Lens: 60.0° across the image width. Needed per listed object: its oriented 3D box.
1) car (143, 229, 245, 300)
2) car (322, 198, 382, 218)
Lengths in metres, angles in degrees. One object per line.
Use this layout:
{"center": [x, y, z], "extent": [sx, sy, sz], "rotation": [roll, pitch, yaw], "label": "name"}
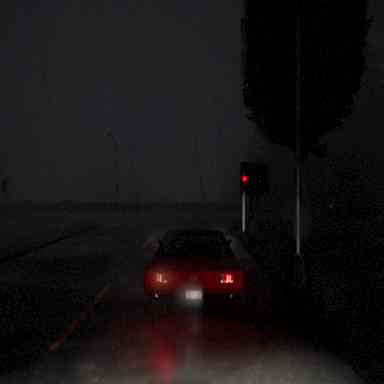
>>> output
{"center": [0.064, 1.583, 8.275], "extent": [1.895, 1.301, 4.718], "rotation": [0, 0, 1], "label": "car"}
{"center": [13.824, 1.289, 28.791], "extent": [4.553, 1.767, 2.097], "rotation": [0, 0, 1], "label": "car"}
